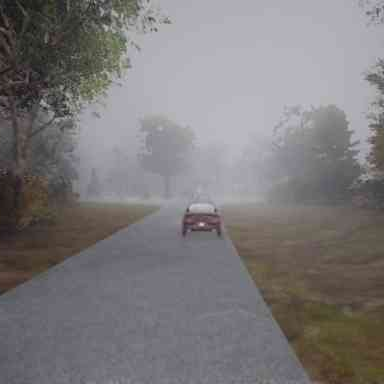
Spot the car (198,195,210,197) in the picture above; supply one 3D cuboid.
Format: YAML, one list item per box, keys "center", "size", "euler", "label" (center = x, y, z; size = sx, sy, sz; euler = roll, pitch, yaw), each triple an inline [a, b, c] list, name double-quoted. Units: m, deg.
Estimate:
- center: [1.216, 1.039, 34.360]
  size: [1.994, 1.385, 4.181]
  euler: [0, 1, 4]
  label: "car"

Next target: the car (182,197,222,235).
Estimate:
- center: [0.506, 1.251, 17.402]
  size: [1.882, 1.535, 5.008]
  euler: [0, 1, 2]
  label: "car"
